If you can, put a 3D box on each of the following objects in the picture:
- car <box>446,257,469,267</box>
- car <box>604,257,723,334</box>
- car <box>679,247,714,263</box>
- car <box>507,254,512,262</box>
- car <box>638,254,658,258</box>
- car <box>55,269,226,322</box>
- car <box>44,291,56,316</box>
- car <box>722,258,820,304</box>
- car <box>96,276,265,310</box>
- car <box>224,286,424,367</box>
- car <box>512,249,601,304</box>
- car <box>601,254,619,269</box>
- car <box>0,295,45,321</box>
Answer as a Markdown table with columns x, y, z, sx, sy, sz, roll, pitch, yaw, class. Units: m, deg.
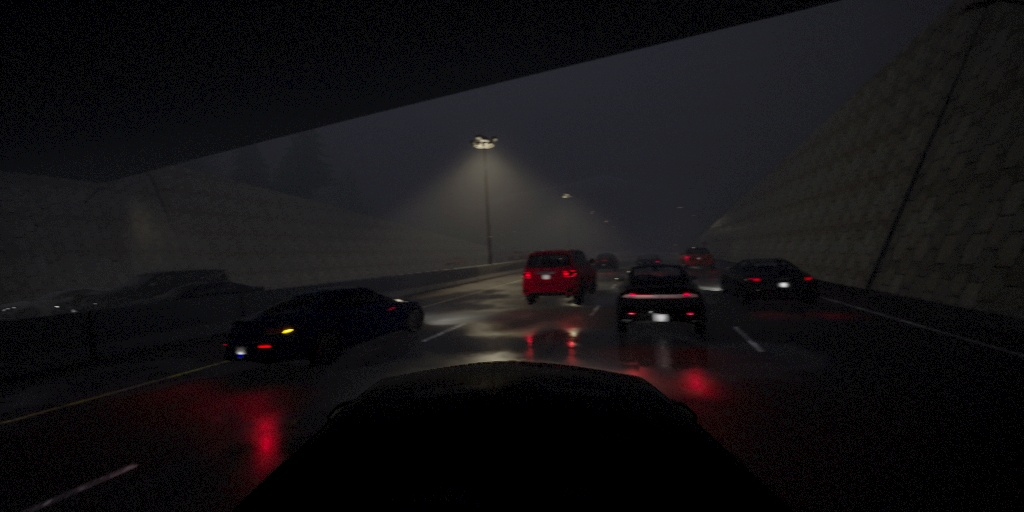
| x | y | z | sx | sy | sz | roll | pitch | yaw | class |
| --- | --- | --- | --- | --- | --- | --- | --- | --- | --- |
| -8.665 | 0.889 | 56.697 | 1.882 | 1.535 | 5.008 | -3 | 0 | 20 | car |
| 3.824 | 0.972 | 9.497 | 2.128 | 1.511 | 4.902 | -3 | 0 | 20 | car |
| 14.630 | 0.094 | 28.656 | 2.097 | 1.767 | 4.553 | -3 | 0 | 20 | car |
| 1.143 | 0.130 | 53.017 | 2.150 | 2.045 | 5.566 | -3 | 0 | 20 | car |
| 11.440 | 0.507 | 30.070 | 1.895 | 1.301 | 4.718 | -3 | 0 | 20 | car |
| -16.155 | 1.737 | 16.560 | 2.150 | 2.045 | 5.566 | -3 | 0 | 20 | car |
| -19.296 | 2.277 | 18.090 | 1.895 | 1.301 | 4.718 | -3 | 0 | 20 | car |
| 8.608 | 0.761 | 12.343 | 1.994 | 1.385 | 4.181 | -3 | 0 | 20 | car |
| -13.031 | 1.836 | 14.890 | 1.882 | 1.535 | 5.008 | -3 | 0 | 20 | car |
| -4.008 | 1.441 | 8.507 | 1.812 | 1.442 | 4.674 | -3 | 0 | 20 | car |
| 2.143 | 0.751 | 15.033 | 2.150 | 2.045 | 5.566 | -3 | 1 | 21 | car |
| 8.514 | 0.526 | 32.261 | 1.882 | 1.535 | 5.008 | -3 | 0 | 20 | car |
| -22.879 | 2.394 | 18.487 | 1.812 | 1.442 | 4.674 | -3 | 0 | 20 | car |
